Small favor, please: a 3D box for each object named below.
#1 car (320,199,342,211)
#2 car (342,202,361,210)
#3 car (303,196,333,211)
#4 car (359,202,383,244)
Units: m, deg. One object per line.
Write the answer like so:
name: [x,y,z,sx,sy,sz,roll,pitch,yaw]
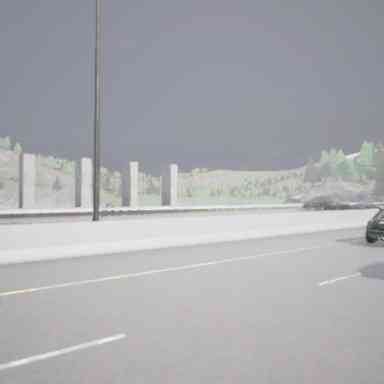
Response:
car: [19.769,1.971,44.867,4.718,1.301,1.895,1,0,-37]
car: [21.655,1.915,41.913,5.357,1.411,2.033,1,0,-37]
car: [18.446,1.600,48.240,5.566,2.045,2.150,1,0,-37]
car: [10.094,1.502,15.525,4.553,1.767,2.097,1,0,-37]
